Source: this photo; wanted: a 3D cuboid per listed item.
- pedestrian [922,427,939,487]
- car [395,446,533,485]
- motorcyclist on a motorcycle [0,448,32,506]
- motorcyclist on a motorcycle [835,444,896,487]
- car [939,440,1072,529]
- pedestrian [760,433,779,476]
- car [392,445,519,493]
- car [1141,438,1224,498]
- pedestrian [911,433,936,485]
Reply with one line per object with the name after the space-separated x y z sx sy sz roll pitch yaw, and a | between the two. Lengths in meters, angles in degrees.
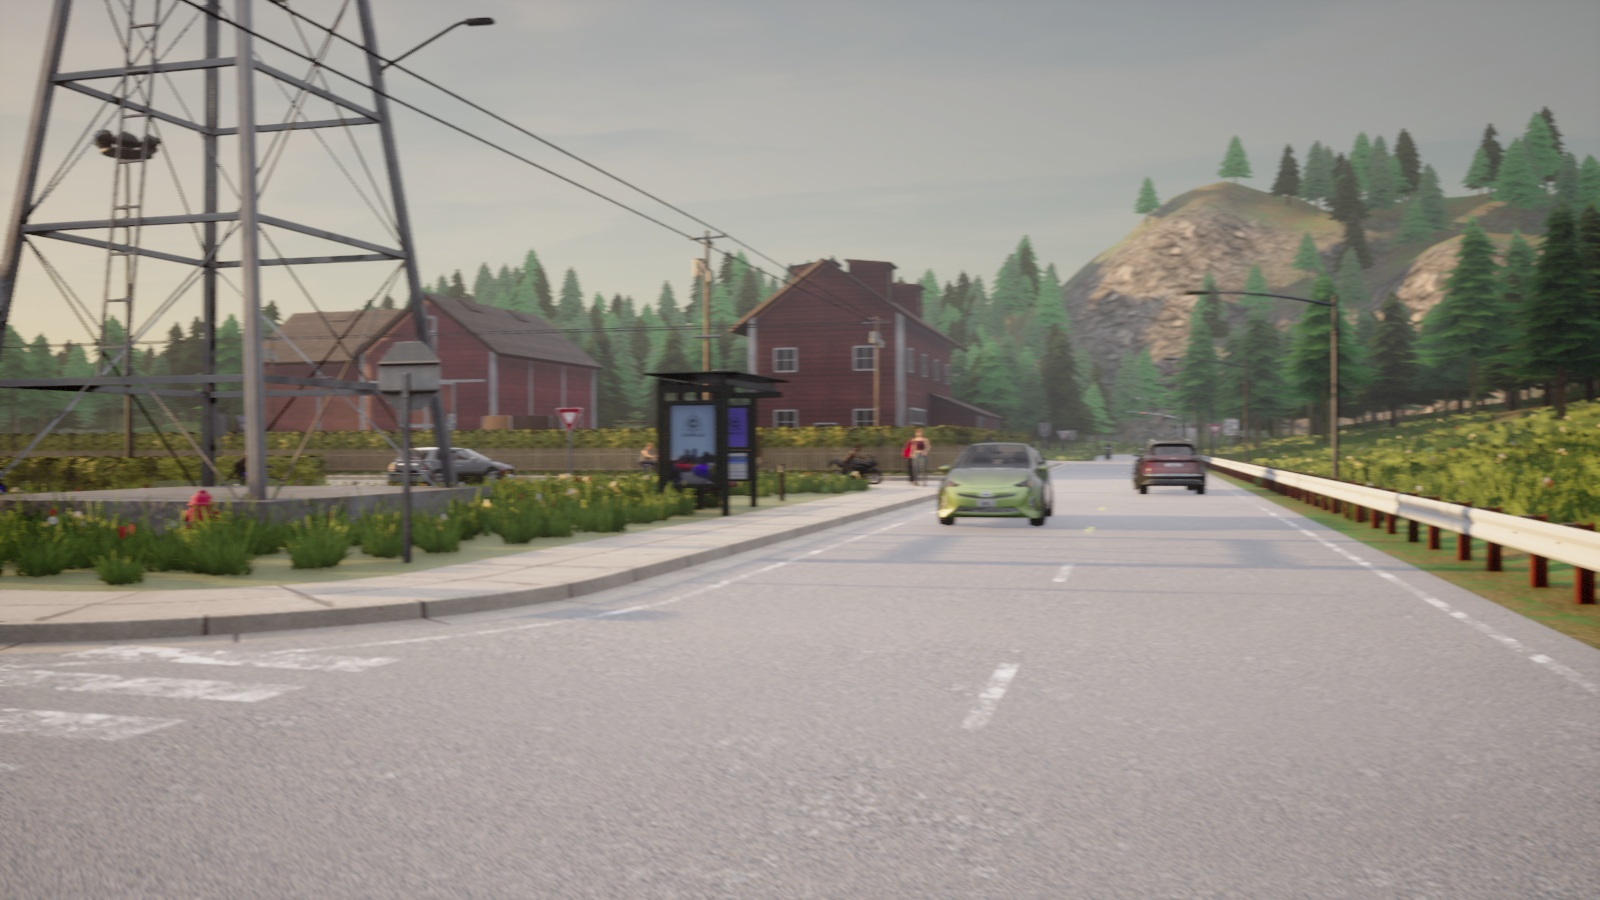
4.032 0.224 38.806 0.345 1.836 0.594 0 0 22 | pedestrian
-13.137 0.597 49.205 4.792 1.488 2.163 0 0 15 | car
-22.175 0.729 34.083 2.191 1.530 0.866 0 0 7 | motorcyclist on a motorcycle
2.351 0.536 44.990 2.044 1.523 0.797 0 0 16 | motorcyclist on a motorcycle
4.018 0.580 23.910 2.007 1.525 4.514 0 0 16 | car
-1.287 0.188 53.759 0.726 1.835 0.370 0 0 16 | pedestrian
-11.214 0.588 41.093 1.970 1.475 3.806 0 0 26 | car
11.442 0.480 37.845 2.033 1.649 4.856 0 1 13 | car
4.474 0.329 45.451 0.634 1.844 0.899 0 0 -12 | pedestrian
